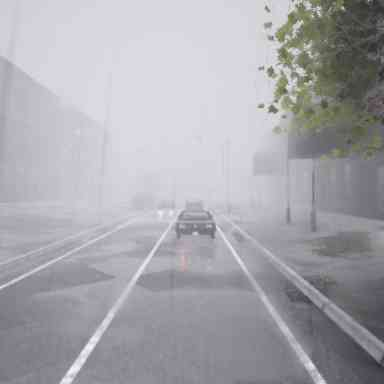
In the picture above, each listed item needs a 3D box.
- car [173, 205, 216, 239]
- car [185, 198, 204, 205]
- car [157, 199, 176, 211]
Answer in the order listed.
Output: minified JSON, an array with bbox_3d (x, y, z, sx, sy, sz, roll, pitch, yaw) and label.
[{"bbox_3d":[0.169,1.563,17.192,1.895,1.301,4.718,0,0,0],"label":"car"},{"bbox_3d":[0.245,1.391,35.496,1.882,1.535,5.008,0,0,0],"label":"car"},{"bbox_3d":[-2.929,1.475,38.940,1.994,1.385,4.181,0,0,0],"label":"car"}]
